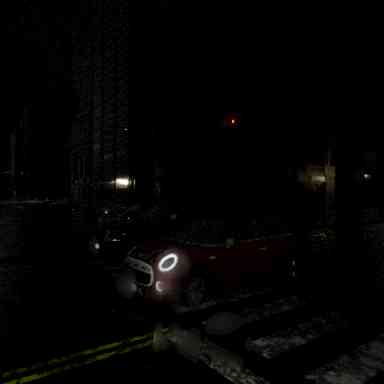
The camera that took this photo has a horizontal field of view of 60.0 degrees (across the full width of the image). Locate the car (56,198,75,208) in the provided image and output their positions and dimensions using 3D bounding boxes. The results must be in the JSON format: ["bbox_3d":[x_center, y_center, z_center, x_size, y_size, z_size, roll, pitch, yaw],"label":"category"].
[{"bbox_3d":[-20.708,1.790,54.249,1.812,1.442,4.674,1,-1,-35],"label":"car"}]

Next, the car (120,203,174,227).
[{"bbox_3d":[-3.390,1.607,24.340,1.812,1.442,4.674,1,-1,-37],"label":"car"}]

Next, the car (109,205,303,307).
[{"bbox_3d":[0.611,1.355,8.106,4.553,1.767,2.097,0,0,-35],"label":"car"}]

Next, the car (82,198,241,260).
[{"bbox_3d":[-0.509,1.226,11.298,5.566,2.045,2.150,0,0,-35],"label":"car"}]

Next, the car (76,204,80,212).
[{"bbox_3d":[-9.339,1.619,32.705,2.128,1.511,4.902,1,-1,-36],"label":"car"}]

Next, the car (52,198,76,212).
[{"bbox_3d":[-15.490,1.724,41.394,2.033,1.411,5.357,1,-1,-34],"label":"car"}]

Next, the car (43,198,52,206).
[{"bbox_3d":[-26.507,1.802,62.419,2.128,1.511,4.902,1,-1,-36],"label":"car"}]
